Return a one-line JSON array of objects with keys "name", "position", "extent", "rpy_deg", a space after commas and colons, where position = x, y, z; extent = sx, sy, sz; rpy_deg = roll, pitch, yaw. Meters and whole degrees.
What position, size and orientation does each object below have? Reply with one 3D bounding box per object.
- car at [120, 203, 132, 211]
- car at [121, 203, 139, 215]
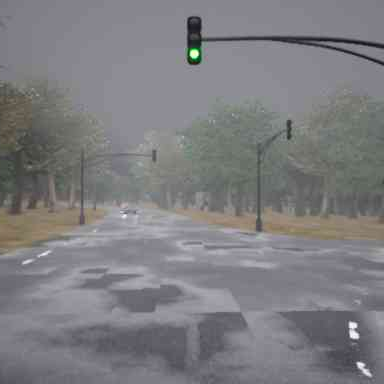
[{"name": "car", "position": [-12.519, 2.849, 63.246], "extent": [1.882, 1.535, 5.008], "rpy_deg": [0, -2, -15]}, {"name": "car", "position": [-8.659, 2.449, 46.671], "extent": [1.837, 1.490, 4.892], "rpy_deg": [0, -1, -11]}]
